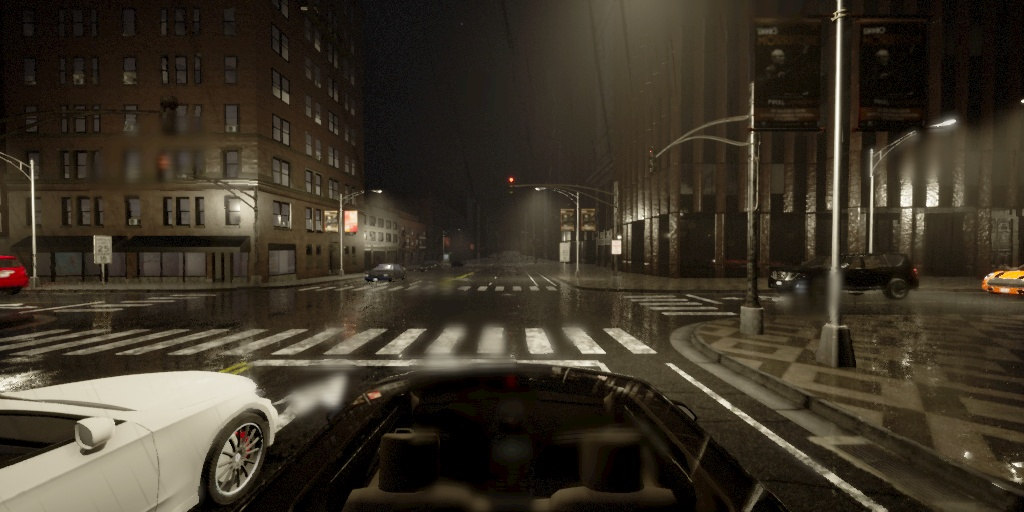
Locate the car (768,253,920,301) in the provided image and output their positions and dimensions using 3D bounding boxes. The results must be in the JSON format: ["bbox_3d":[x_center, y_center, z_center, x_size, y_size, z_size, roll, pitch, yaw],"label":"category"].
[{"bbox_3d":[14.873,0.868,16.234,5.566,2.045,2.150,0,1,1],"label":"car"}]

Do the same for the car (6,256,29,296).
[{"bbox_3d":[-27.242,1.023,17.484,5.566,2.045,2.150,0,1,2],"label":"car"}]

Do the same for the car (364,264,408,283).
[{"bbox_3d":[-9.758,1.300,28.310,2.033,1.411,5.357,0,0,0],"label":"car"}]

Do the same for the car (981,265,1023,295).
[{"bbox_3d":[24.543,0.960,16.240,4.553,1.767,2.097,0,1,0],"label":"car"}]

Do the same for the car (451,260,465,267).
[{"bbox_3d":[-9.533,1.318,63.888,1.994,1.385,4.181,0,0,0],"label":"car"}]

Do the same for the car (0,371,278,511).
[{"bbox_3d":[-3.159,1.276,1.416,1.812,1.442,4.674,0,0,2],"label":"car"}]

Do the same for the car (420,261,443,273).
[{"bbox_3d":[-9.705,1.303,43.801,2.033,1.411,5.357,0,0,0],"label":"car"}]

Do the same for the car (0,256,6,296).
[{"bbox_3d":[-24.699,1.068,14.370,5.566,2.045,2.150,0,1,1],"label":"car"}]
